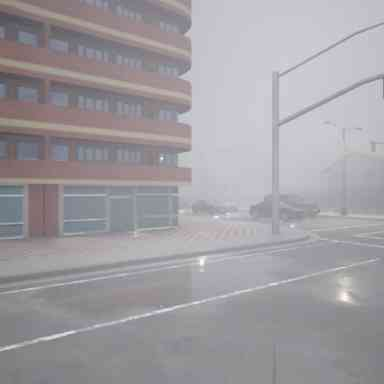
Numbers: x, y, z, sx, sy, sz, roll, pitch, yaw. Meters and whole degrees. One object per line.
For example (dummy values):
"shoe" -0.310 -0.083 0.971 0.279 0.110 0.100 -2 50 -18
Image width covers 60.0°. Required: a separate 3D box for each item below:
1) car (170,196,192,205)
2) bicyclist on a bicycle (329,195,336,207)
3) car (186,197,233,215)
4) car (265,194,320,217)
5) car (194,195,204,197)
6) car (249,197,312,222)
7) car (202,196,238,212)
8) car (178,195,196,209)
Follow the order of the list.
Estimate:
"car" -2.086 1.526 60.526 1.812 1.442 4.674 0 0 -34
"bicyclist on a bicycle" 19.330 1.301 45.873 1.656 1.620 0.582 0 0 -35
"car" 1.719 1.526 34.469 1.812 1.442 4.674 0 0 -35
"car" 8.827 1.221 30.320 2.150 2.045 5.566 0 0 -34
"car" 0.766 1.352 62.472 2.097 1.767 4.553 0 0 -35
"car" 6.841 1.478 26.991 1.882 1.535 5.008 0 0 -34
"car" 3.290 1.526 38.367 1.812 1.442 4.674 0 0 -35
"car" -1.953 1.505 45.972 1.837 1.490 4.892 0 0 -34
